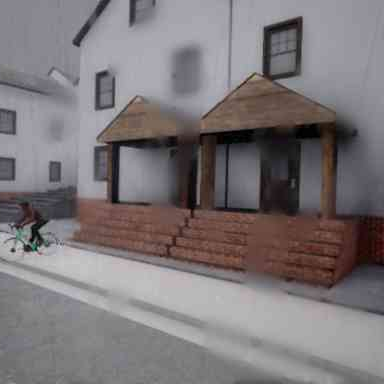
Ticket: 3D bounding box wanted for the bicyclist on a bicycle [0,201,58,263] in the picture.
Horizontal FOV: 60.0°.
[{"bbox_3d":[-4.481,1.073,9.229,0.582,1.620,1.656,2,3,37],"label":"bicyclist on a bicycle"}]
